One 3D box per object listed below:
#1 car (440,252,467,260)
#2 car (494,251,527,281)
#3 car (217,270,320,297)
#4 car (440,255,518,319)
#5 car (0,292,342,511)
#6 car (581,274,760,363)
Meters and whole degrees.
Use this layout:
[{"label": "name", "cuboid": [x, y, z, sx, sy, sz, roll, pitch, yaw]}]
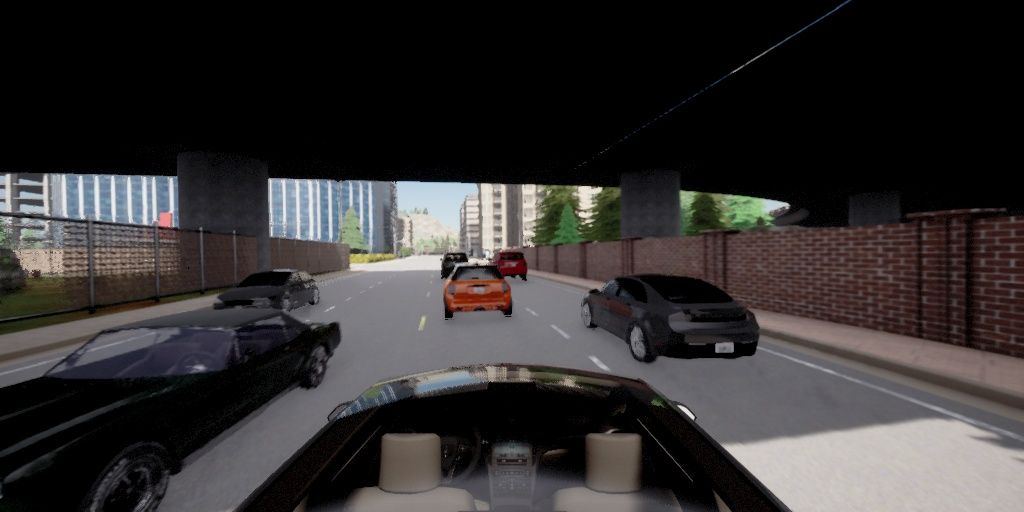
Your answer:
[{"label": "car", "cuboid": [-4.653, 0.722, 29.270, 2.150, 2.045, 5.566, -1, 1, -12]}, {"label": "car", "cuboid": [-0.420, 0.692, 26.164, 2.150, 2.045, 5.566, -1, 1, -11]}, {"label": "car", "cuboid": [-8.467, 1.270, 12.835, 1.837, 1.490, 4.892, -1, 0, -12]}, {"label": "car", "cuboid": [-1.326, 0.996, 12.636, 2.097, 1.767, 4.553, -1, 1, -10]}, {"label": "car", "cuboid": [-3.768, 1.382, 4.068, 1.895, 1.301, 4.718, -1, 1, -4]}, {"label": "car", "cuboid": [2.986, 1.136, 7.903, 1.837, 1.490, 4.892, -1, 1, -6]}]
